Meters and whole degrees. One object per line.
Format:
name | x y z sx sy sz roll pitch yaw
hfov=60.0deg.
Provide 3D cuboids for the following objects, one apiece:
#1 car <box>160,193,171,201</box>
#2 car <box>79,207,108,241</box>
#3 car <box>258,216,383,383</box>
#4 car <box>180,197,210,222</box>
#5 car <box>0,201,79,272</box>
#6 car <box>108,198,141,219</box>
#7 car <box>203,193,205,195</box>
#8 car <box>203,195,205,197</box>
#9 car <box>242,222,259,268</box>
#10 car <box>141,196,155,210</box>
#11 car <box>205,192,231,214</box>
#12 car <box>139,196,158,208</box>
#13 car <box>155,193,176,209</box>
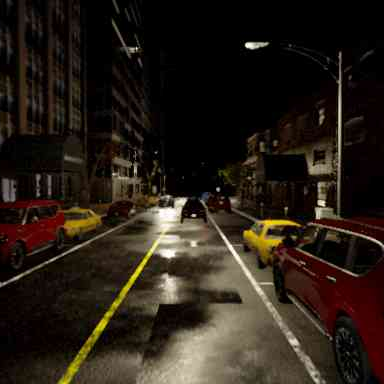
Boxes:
car | -5.646 1.021 71.531 1.967 1.590 4.097 -1 0 0
car | -5.689 1.431 16.014 1.752 1.417 4.829 -1 0 0
car | 2.679 1.285 5.097 2.192 1.841 5.009 -1 0 0
car | 0.120 1.381 24.498 1.812 1.442 4.674 0 1 0
car | -5.696 1.252 10.648 2.192 1.841 5.009 -1 0 0
car | -5.680 1.385 27.254 1.887 1.381 4.507 -1 0 0
car | 2.719 1.292 49.374 1.802 1.307 4.206 -1 0 0
car | 2.714 1.308 43.839 1.947 1.339 4.313 -1 0 0
car | 2.687 1.461 10.802 1.752 1.417 4.829 -1 0 0
car | -5.672 1.301 38.153 1.752 1.417 4.829 -1 0 0
car | 2.701 1.123 32.769 2.192 1.841 5.009 -1 0 0
car | -5.667 1.269 43.687 1.752 1.417 4.829 -1 0 0
car | -3.048 1.251 40.933 2.128 1.511 4.902 0 0 0
